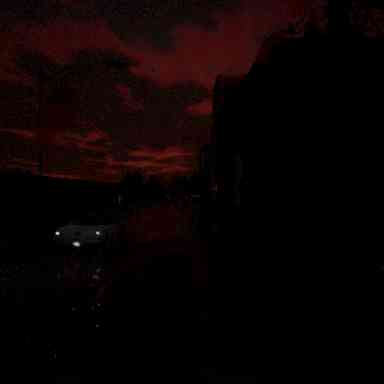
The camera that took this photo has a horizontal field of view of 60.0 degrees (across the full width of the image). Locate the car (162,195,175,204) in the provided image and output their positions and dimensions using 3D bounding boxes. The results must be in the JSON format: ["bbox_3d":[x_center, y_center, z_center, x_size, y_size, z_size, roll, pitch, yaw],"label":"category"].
[{"bbox_3d":[-4.043,1.283,57.501,1.882,1.535,5.008,0,0,0],"label":"car"}]

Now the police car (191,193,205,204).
[{"bbox_3d":[1.195,1.222,58.527,1.930,1.638,5.238,0,0,0],"label":"police car"}]

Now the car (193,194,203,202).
[{"bbox_3d":[1.208,1.224,68.606,1.801,1.575,5.366,0,0,0],"label":"car"}]

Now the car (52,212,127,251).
[{"bbox_3d":[-4.098,1.553,14.061,1.895,1.301,4.718,0,0,0],"label":"car"}]
